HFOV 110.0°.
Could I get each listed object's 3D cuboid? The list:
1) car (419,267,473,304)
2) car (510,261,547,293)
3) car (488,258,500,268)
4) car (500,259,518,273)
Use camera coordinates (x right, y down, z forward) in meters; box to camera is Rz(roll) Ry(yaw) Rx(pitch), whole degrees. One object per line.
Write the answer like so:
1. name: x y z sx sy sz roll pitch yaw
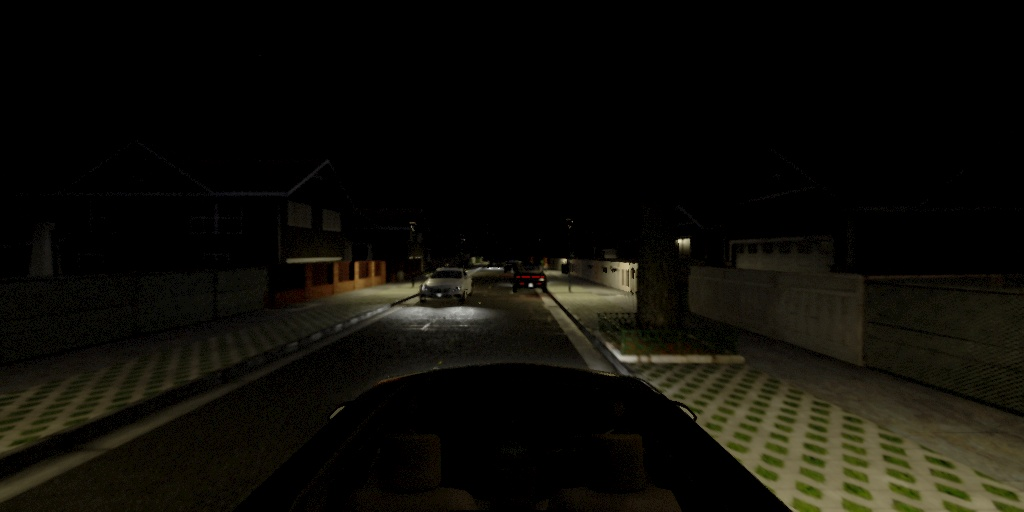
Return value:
1. car: -2.849 1.257 16.366 1.812 1.442 4.674 0 0 0
2. car: 0.958 1.229 20.640 1.837 1.490 4.892 0 0 0
3. car: -2.790 1.115 58.641 2.128 1.511 4.902 0 0 1
4. car: 0.036 1.164 41.795 2.128 1.511 4.902 0 0 0
